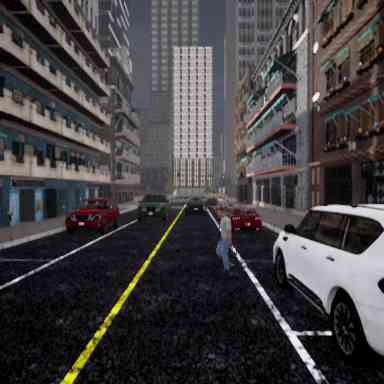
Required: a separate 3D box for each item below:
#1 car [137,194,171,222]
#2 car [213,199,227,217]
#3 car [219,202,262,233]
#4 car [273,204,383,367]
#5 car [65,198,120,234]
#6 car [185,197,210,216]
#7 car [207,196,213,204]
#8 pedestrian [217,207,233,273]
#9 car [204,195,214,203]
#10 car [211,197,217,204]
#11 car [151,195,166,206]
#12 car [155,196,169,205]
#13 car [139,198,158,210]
[{"bbox_3d":[-2.867,1.153,26.070,2.150,2.045,5.566,0,0,1],"label":"car"},{"bbox_3d":[2.905,1.486,24.623,2.008,1.369,4.403,-1,0,1],"label":"car"},{"bbox_3d":[2.854,1.494,19.100,1.887,1.381,4.507,-1,0,1],"label":"car"},{"bbox_3d":[3.052,1.208,5.883,2.150,2.045,5.566,0,0,1],"label":"car"},{"bbox_3d":[-5.529,1.264,19.189,2.192,1.841,5.009,-1,0,1],"label":"car"},{"bbox_3d":[0.371,1.482,31.618,1.994,1.385,4.181,0,0,1],"label":"car"},{"bbox_3d":[3.155,1.411,52.239,1.887,1.381,4.507,-1,0,1],"label":"car"},{"bbox_3d":[0.909,1.269,9.149,0.375,1.860,0.375,-1,1,1],"label":"pedestrian"},{"bbox_3d":[3.256,1.365,63.456,1.752,1.417,4.829,-1,0,1],"label":"car"},{"bbox_3d":[2.956,1.446,30.316,1.752,1.417,4.829,-1,0,1],"label":"car"},{"bbox_3d":[-5.227,1.306,52.329,1.967,1.590,4.097,-1,0,1],"label":"car"},{"bbox_3d":[-5.176,1.398,57.853,1.887,1.381,4.507,-1,0,1],"label":"car"},{"bbox_3d":[-5.325,1.475,41.283,1.802,1.307,4.206,-1,0,1],"label":"car"}]
